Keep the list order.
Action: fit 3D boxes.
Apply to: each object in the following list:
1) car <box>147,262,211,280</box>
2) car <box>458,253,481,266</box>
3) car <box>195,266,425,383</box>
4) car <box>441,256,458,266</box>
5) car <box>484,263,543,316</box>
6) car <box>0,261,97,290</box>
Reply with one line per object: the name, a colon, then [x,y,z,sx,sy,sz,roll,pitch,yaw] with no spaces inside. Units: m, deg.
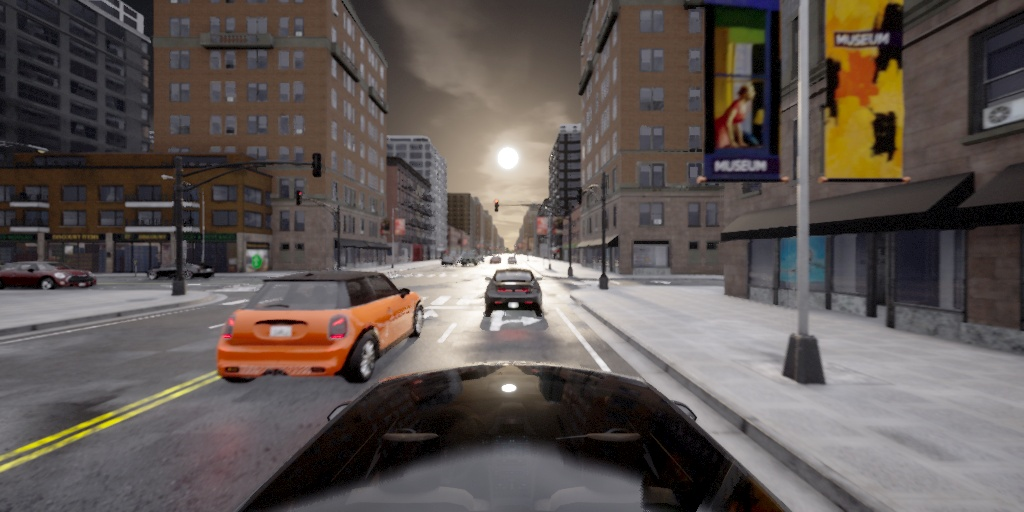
car: [-25.366,1.113,27.588,4.313,1.339,1.948,0,0,0]
car: [-6.541,0.511,55.894,2.150,2.045,5.566,0,1,1]
car: [-3.240,1.057,7.175,2.097,1.767,4.553,0,0,0]
car: [-9.790,0.796,55.807,1.837,1.490,4.892,0,1,0]
car: [0.063,1.162,12.854,1.837,1.490,4.892,0,0,0]
car: [-25.410,1.023,19.563,4.097,1.591,1.967,0,0,0]
